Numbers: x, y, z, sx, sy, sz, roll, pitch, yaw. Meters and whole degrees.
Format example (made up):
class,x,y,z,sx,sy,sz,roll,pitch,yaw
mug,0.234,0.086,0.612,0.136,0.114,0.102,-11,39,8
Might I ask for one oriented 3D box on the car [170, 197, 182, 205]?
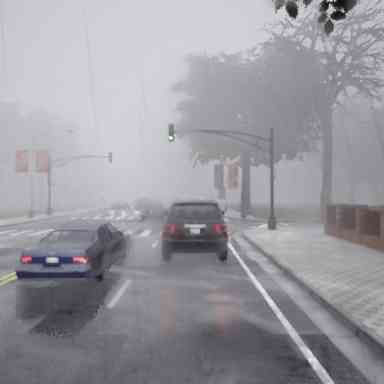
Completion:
class,x,y,z,sx,sy,sz,roll,pitch,yaw
car,-3.253,1.843,68.331,2.128,1.511,4.902,0,0,0

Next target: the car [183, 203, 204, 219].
class,x,y,z,sx,sy,sz,roll,pitch,yaw
car,0.110,1.764,31.765,1.895,1.301,4.718,0,0,0

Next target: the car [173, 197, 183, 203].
class,x,y,z,sx,sy,sz,roll,pitch,yaw
car,-3.254,1.799,78.750,2.033,1.411,5.357,0,0,0

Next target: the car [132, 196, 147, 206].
class,x,y,z,sx,sy,sz,roll,pitch,yaw
car,-9.777,1.662,61.969,2.097,1.767,4.553,0,0,0

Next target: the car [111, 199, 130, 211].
class,x,y,z,sx,sy,sz,roll,pitch,yaw
car,-9.838,1.759,45.813,1.812,1.442,4.674,0,0,0

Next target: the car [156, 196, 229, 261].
class,x,y,z,sx,sy,sz,roll,pitch,yaw
car,0.102,1.284,12.629,2.150,2.045,5.566,0,0,0

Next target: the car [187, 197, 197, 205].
class,x,y,z,sx,sy,sz,roll,pitch,yaw
car,-0.003,1.858,68.743,1.812,1.442,4.674,0,0,0

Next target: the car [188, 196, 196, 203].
class,x,y,z,sx,sy,sz,roll,pitch,yaw
car,-0.004,1.784,78.751,1.812,1.442,4.674,0,0,0

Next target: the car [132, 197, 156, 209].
class,x,y,z,sx,sy,sz,roll,pitch,yaw
car,-6.587,1.585,45.759,2.097,1.767,4.553,0,0,0

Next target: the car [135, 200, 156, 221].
class,x,y,z,sx,sy,sz,roll,pitch,yaw
car,-3.152,1.692,28.310,2.033,1.411,5.357,0,0,0

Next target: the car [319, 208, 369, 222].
class,x,y,z,sx,sy,sz,roll,pitch,yaw
car,13.046,1.893,26.398,5.357,1.411,2.033,1,-1,-3

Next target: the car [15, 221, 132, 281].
class,x,y,z,sx,sy,sz,roll,pitch,yaw
car,-3.149,1.597,10.003,2.033,1.411,5.357,0,0,0
